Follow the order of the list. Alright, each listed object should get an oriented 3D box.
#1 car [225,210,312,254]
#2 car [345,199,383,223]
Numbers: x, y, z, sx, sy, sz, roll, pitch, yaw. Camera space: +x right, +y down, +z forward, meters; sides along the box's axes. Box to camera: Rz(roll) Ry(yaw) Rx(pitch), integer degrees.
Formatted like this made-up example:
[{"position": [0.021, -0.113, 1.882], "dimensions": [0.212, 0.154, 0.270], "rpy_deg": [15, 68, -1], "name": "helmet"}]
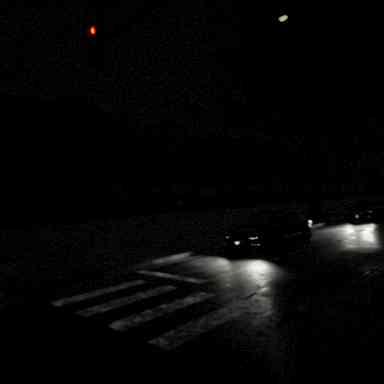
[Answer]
[{"position": [3.310, 1.570, 13.899], "dimensions": [1.837, 1.490, 4.892], "rpy_deg": [-5, -2, 44], "name": "car"}, {"position": [12.353, 1.272, 23.291], "dimensions": [2.128, 1.511, 4.902], "rpy_deg": [-5, -2, 44], "name": "car"}]
